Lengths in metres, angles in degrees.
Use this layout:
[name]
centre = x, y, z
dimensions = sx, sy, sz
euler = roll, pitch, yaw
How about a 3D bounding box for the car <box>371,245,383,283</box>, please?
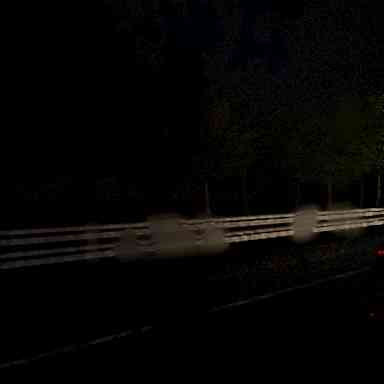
[car]
centre = 6.367, 1.547, 8.340
dimensions = 4.181, 1.385, 1.994
euler = 0, 0, -35
